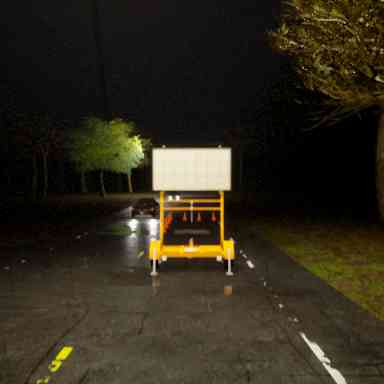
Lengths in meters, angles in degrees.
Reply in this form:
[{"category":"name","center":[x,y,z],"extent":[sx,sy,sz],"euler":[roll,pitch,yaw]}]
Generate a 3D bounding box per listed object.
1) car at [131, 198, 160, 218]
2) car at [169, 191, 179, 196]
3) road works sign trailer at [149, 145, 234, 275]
[{"category":"car","center":[-3.617,1.197,26.398],"extent":[1.812,1.442,4.674],"euler":[0,1,0]},{"category":"car","center":[-3.552,0.026,67.285],"extent":[1.895,1.301,4.718],"euler":[0,3,0]},{"category":"road works sign trailer","center":[-0.006,0.377,10.168],"extent":[2.380,3.560,2.880],"euler":[0,1,0]}]
